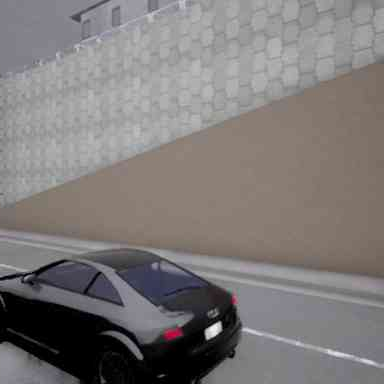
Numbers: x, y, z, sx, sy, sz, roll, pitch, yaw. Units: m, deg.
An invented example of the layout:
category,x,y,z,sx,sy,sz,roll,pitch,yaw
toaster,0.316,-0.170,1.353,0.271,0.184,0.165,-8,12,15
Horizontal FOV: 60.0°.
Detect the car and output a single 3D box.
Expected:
category,x,y,z,sx,sy,sz,roll,pitch,yaw
car,-1.385,1.559,4.980,4.181,1.385,1.994,0,0,36
